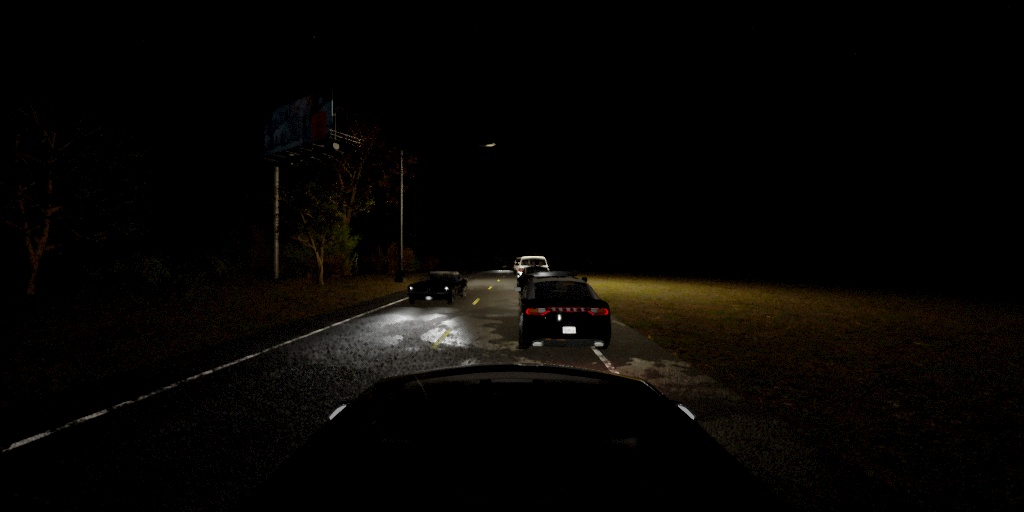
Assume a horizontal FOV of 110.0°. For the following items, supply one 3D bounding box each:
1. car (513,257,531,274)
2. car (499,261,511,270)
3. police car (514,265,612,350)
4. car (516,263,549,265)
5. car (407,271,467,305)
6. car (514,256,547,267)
[{"bbox_3d":[1.392,1.221,46.498,2.150,2.045,5.566,0,-1,4],"label":"car"},{"bbox_3d":[-1.160,1.624,60.714,2.128,1.511,4.902,0,-1,4],"label":"car"},{"bbox_3d":[1.099,1.188,9.288,1.930,1.638,5.238,0,0,1],"label":"police car"},{"bbox_3d":[1.276,1.303,19.144,1.837,1.490,4.892,0,0,1],"label":"car"},{"bbox_3d":[-3.304,1.387,16.562,1.895,1.301,4.718,0,0,1],"label":"car"},{"bbox_3d":[1.444,1.054,25.153,2.150,2.045,5.566,0,0,2],"label":"car"}]
